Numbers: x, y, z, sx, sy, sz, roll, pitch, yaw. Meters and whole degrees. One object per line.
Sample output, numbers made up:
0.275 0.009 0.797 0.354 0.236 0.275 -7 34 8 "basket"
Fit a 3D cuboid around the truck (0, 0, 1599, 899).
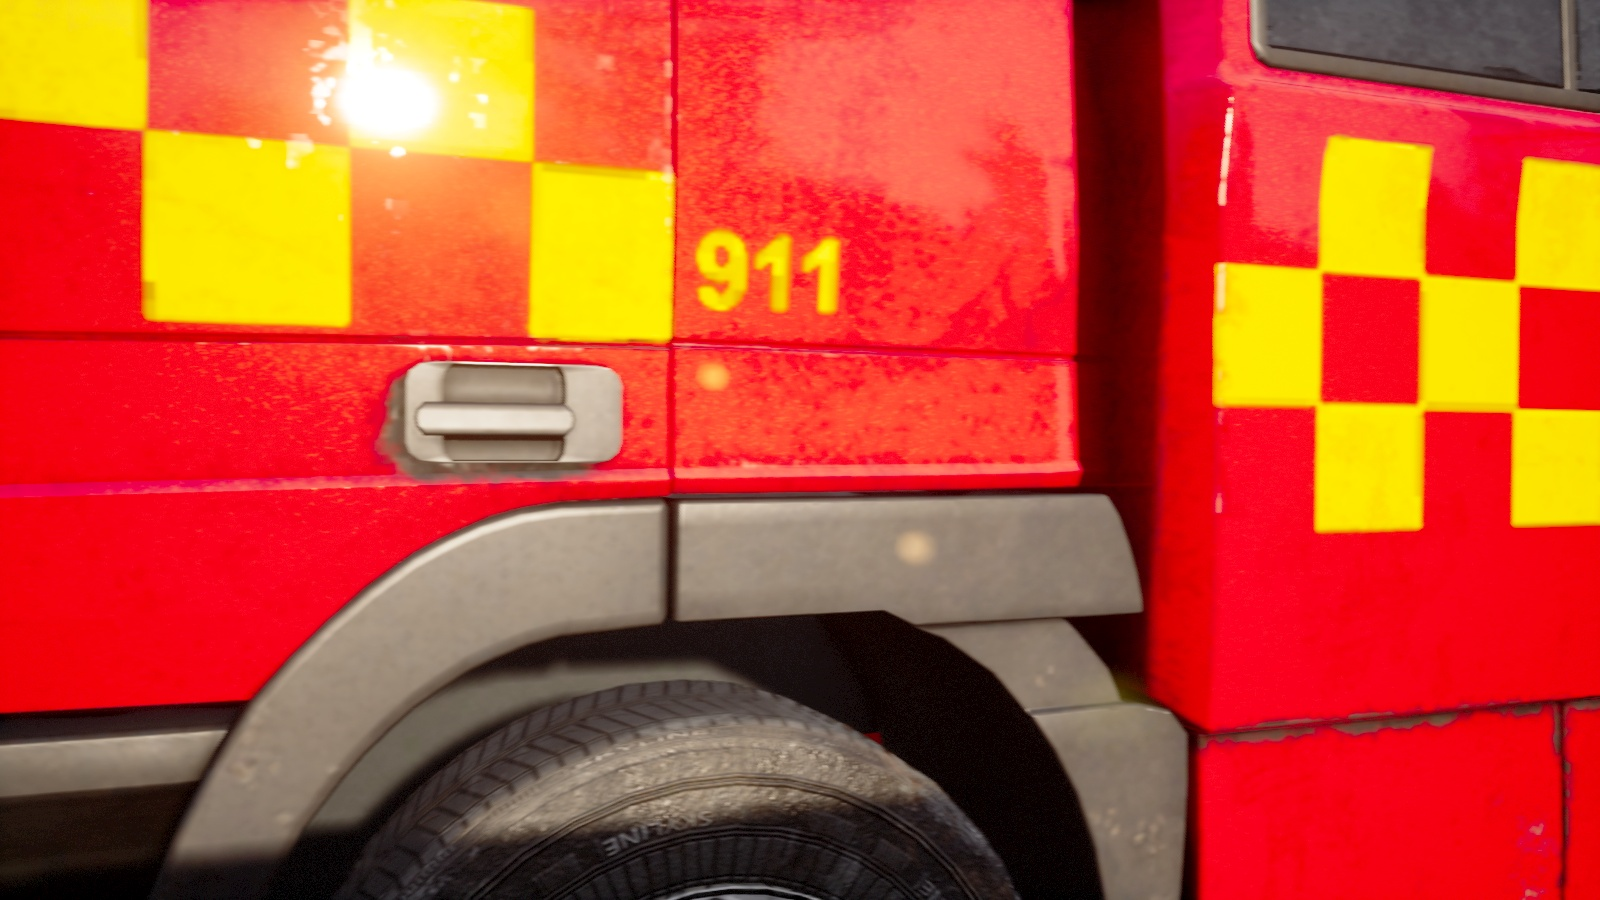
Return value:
1.553 -0.444 3.814 8.468 3.827 2.891 -1 1 -21 "truck"
